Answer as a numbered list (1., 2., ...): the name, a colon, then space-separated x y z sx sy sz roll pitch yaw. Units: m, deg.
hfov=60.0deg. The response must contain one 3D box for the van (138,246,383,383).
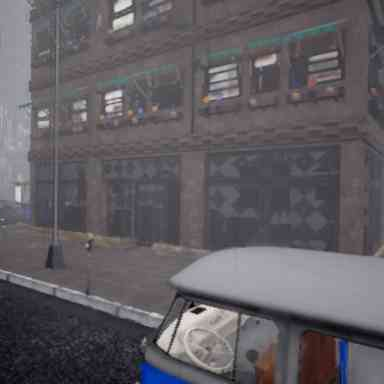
1. van: 1.451 1.342 1.821 3.998 1.788 1.690 0 1 35

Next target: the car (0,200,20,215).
1. car: -17.145 1.400 29.811 1.947 1.339 4.313 1 1 35

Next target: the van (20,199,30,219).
1. van: -10.310 1.318 24.955 1.690 1.788 3.998 1 1 35
